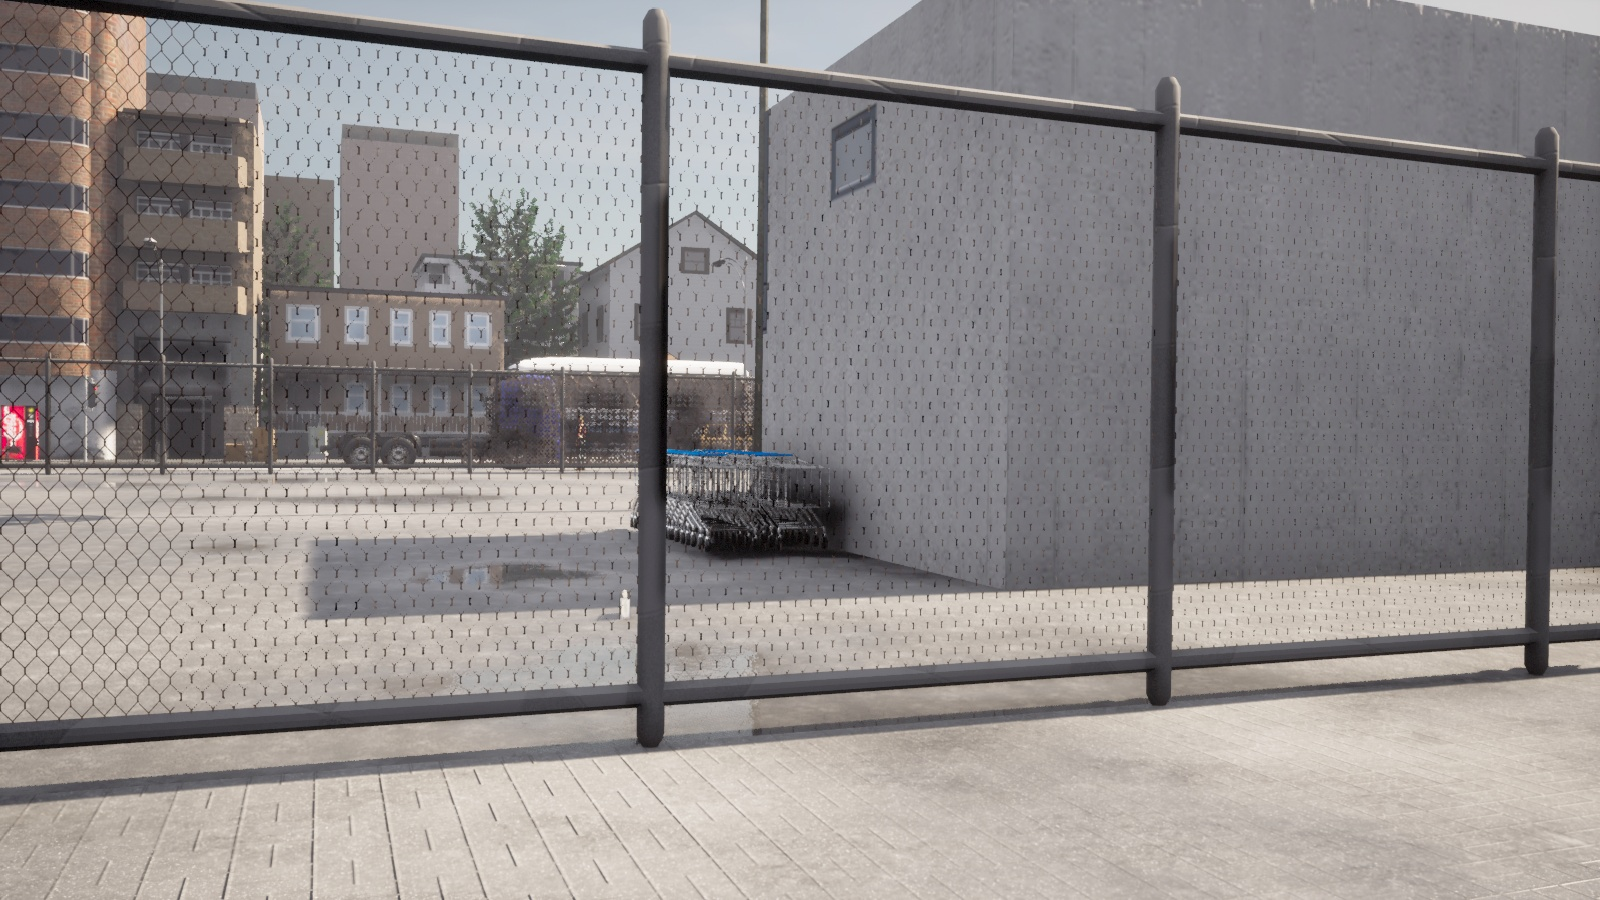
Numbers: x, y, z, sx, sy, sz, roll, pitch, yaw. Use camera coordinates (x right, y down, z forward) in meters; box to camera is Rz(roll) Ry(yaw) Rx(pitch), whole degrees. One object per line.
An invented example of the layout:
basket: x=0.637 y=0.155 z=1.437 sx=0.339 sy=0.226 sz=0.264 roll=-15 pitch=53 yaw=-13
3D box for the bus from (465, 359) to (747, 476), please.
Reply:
bus: x=-7.625 y=-1.299 z=49.346 sx=10.273 sy=4.253 sz=3.944 roll=-1 pitch=1 yaw=-21

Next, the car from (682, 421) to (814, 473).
car: x=-1.958 y=-0.133 z=47.269 sx=4.605 sy=1.855 sz=1.932 roll=-1 pitch=1 yaw=-19

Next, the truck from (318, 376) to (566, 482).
truck: x=-12.300 y=-0.756 z=43.328 sx=7.936 sy=3.462 sz=2.891 roll=-1 pitch=1 yaw=-19

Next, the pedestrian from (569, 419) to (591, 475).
pedestrian: x=-7.253 y=-0.089 z=41.473 sx=0.594 sy=1.836 sz=0.345 roll=0 pitch=1 yaw=21
